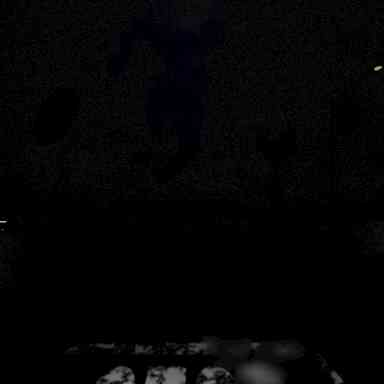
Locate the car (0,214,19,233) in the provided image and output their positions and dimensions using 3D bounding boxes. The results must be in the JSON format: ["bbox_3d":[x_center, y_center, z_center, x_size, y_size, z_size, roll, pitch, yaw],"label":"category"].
[{"bbox_3d":[-11.403,1.414,16.799,5.008,1.535,1.882,1,1,0],"label":"car"}]

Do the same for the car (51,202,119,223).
[{"bbox_3d":[-7.581,1.441,23.786,4.674,1.442,1.812,1,1,0],"label":"car"}]
